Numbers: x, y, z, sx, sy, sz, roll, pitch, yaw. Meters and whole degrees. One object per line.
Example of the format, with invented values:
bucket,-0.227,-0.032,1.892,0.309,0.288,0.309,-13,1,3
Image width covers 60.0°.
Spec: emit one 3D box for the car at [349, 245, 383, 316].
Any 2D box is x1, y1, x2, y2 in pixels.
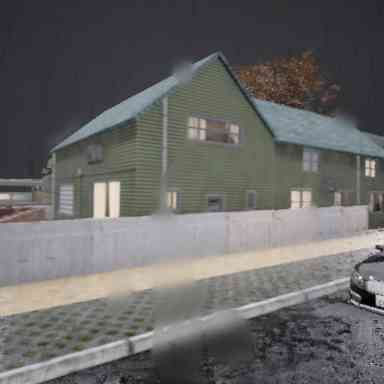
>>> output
car,5.095,1.495,6.662,4.902,1.511,2.128,0,0,-35
